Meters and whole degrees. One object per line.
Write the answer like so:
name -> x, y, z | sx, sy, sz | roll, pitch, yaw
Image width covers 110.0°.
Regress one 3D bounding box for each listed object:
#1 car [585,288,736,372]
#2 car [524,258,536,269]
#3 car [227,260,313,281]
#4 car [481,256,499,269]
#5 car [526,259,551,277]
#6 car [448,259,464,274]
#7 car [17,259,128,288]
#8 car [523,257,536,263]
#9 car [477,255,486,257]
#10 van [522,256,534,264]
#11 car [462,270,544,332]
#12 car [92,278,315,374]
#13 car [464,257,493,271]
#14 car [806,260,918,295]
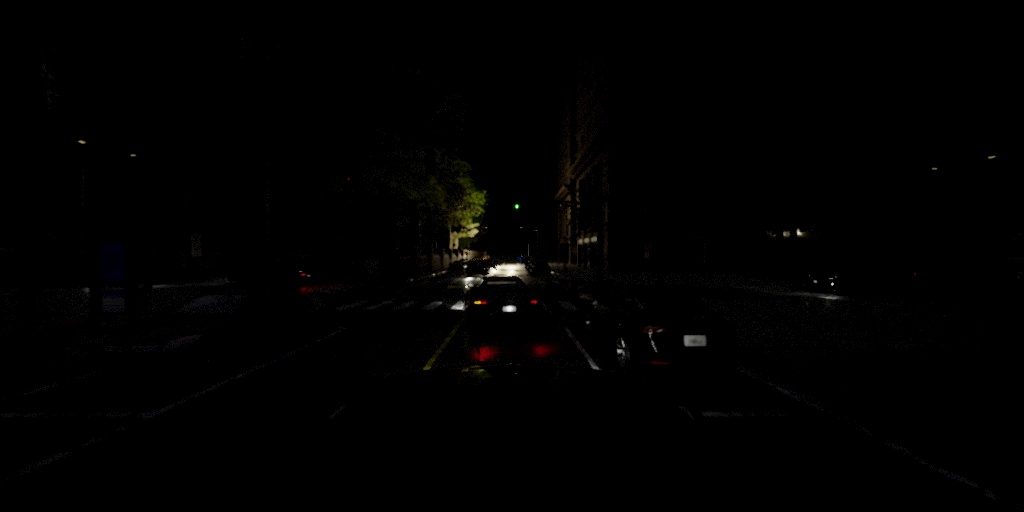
car -> 2.744, 1.299, 7.458 | 1.948, 1.339, 4.313 | 0, 0, 0
car -> 2.640, 1.196, 39.315 | 1.948, 1.339, 4.313 | 0, 0, 0
car -> -14.820, 0.984, 22.104 | 4.674, 1.442, 1.812 | 1, 0, 0
car -> -3.239, 1.115, 50.986 | 1.812, 1.442, 4.674 | 0, 0, 0
car -> 2.658, 1.214, 33.894 | 1.948, 1.339, 4.313 | 0, 0, 0
car -> -5.885, 1.181, 39.307 | 2.007, 1.370, 4.403 | 0, 0, 0
car -> -22.896, 0.871, 18.820 | 4.674, 1.442, 1.812 | 1, 0, 0
car -> 2.622, 1.137, 44.905 | 1.751, 1.417, 4.829 | 0, 0, 0
car -> -5.956, 0.992, 60.988 | 1.967, 1.591, 4.097 | 0, 0, 0
van -> 2.605, 0.933, 50.156 | 1.690, 1.789, 3.998 | 0, 0, 0
car -> -0.382, 1.286, 10.921 | 1.994, 1.385, 4.181 | 0, 0, -9
car -> -5.782, 1.315, 7.448 | 1.802, 1.307, 4.207 | 0, 0, 0
car -> -3.202, 1.123, 34.969 | 1.882, 1.535, 5.008 | 0, 1, 0
car -> 21.474, 1.258, 22.122 | 5.566, 2.045, 2.150 | 1, 0, 0
